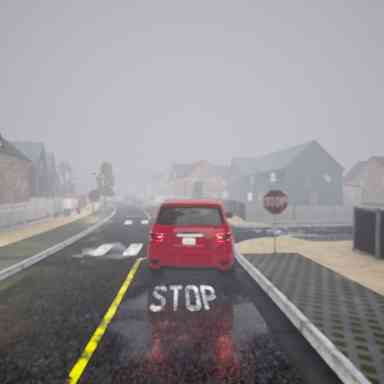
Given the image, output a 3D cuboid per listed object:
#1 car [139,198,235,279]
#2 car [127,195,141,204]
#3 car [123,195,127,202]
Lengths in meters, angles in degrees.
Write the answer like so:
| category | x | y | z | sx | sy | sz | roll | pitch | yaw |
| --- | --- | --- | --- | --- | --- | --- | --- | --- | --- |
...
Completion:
| category | x | y | z | sx | sy | sz | roll | pitch | yaw |
| --- | --- | --- | --- | --- | --- | --- | --- | --- | --- |
| car | 0.107 | 1.210 | 10.224 | 2.150 | 2.045 | 5.566 | 0 | 0 | 4 |
| car | -10.189 | 1.543 | 61.448 | 2.033 | 1.411 | 5.357 | 0 | 0 | -19 |
| car | -13.623 | 1.399 | 71.352 | 1.882 | 1.535 | 5.008 | 0 | 0 | -19 |
